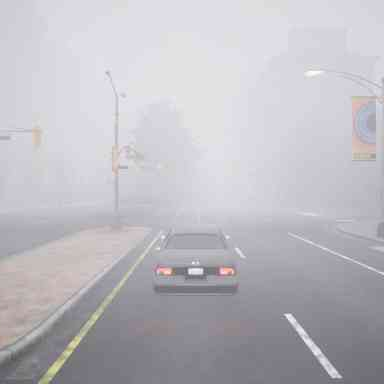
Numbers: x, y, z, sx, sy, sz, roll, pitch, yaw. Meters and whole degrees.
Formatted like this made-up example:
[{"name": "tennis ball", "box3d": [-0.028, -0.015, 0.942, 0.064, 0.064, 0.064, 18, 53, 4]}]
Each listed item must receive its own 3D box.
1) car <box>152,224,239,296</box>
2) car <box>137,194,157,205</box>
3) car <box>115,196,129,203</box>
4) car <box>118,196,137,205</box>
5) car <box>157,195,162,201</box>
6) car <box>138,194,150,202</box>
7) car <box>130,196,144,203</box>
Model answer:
[{"name": "car", "box3d": [0.086, 1.547, 8.801, 2.033, 1.411, 5.357, 0, 0, 0]}, {"name": "car", "box3d": [-7.993, 1.564, 58.962, 1.994, 1.385, 4.181, 0, 0, 1]}, {"name": "car", "box3d": [-14.656, 1.595, 69.450, 1.895, 1.301, 4.718, 0, 0, 0]}, {"name": "car", "box3d": [-11.488, 1.491, 59.647, 2.128, 1.511, 4.902, 0, 0, 0]}, {"name": "car", "box3d": [-7.912, 1.525, 68.496, 1.812, 1.442, 4.674, 0, 0, 0]}, {"name": "car", "box3d": [-11.392, 1.355, 79.580, 2.097, 1.767, 4.553, 0, 0, 0]}, {"name": "car", "box3d": [-11.406, 1.525, 69.568, 2.128, 1.511, 4.902, 0, 0, 0]}]
